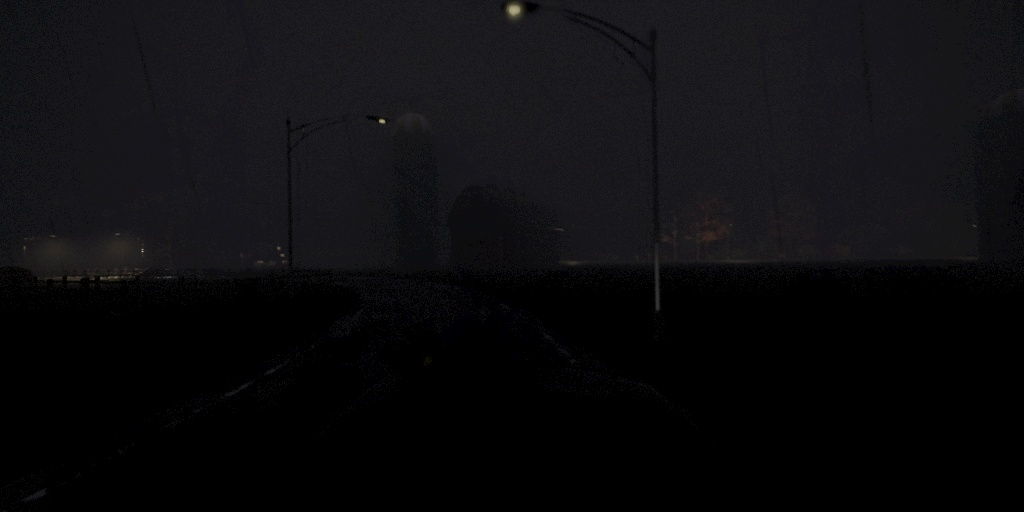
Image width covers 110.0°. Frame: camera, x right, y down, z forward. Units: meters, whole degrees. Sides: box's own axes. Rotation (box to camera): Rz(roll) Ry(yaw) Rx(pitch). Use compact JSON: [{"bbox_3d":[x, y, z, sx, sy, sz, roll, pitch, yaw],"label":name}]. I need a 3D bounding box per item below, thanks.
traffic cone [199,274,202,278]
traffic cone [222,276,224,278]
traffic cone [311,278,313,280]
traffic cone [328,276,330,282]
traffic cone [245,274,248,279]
[{"bbox_3d":[-42.587,2.735,48.997,0.340,0.580,0.340,0,0,22],"label":"traffic cone"},{"bbox_3d":[-37.958,2.641,47.109,0.340,0.580,0.340,0,0,22],"label":"traffic cone"},{"bbox_3d":[-21.142,2.270,37.932,0.340,0.580,0.340,0,0,39],"label":"traffic cone"},{"bbox_3d":[-17.629,2.186,34.733,0.340,0.580,0.340,0,0,-45],"label":"traffic cone"},{"bbox_3d":[-33.333,2.547,45.222,0.340,0.580,0.340,0,0,22],"label":"traffic cone"}]
